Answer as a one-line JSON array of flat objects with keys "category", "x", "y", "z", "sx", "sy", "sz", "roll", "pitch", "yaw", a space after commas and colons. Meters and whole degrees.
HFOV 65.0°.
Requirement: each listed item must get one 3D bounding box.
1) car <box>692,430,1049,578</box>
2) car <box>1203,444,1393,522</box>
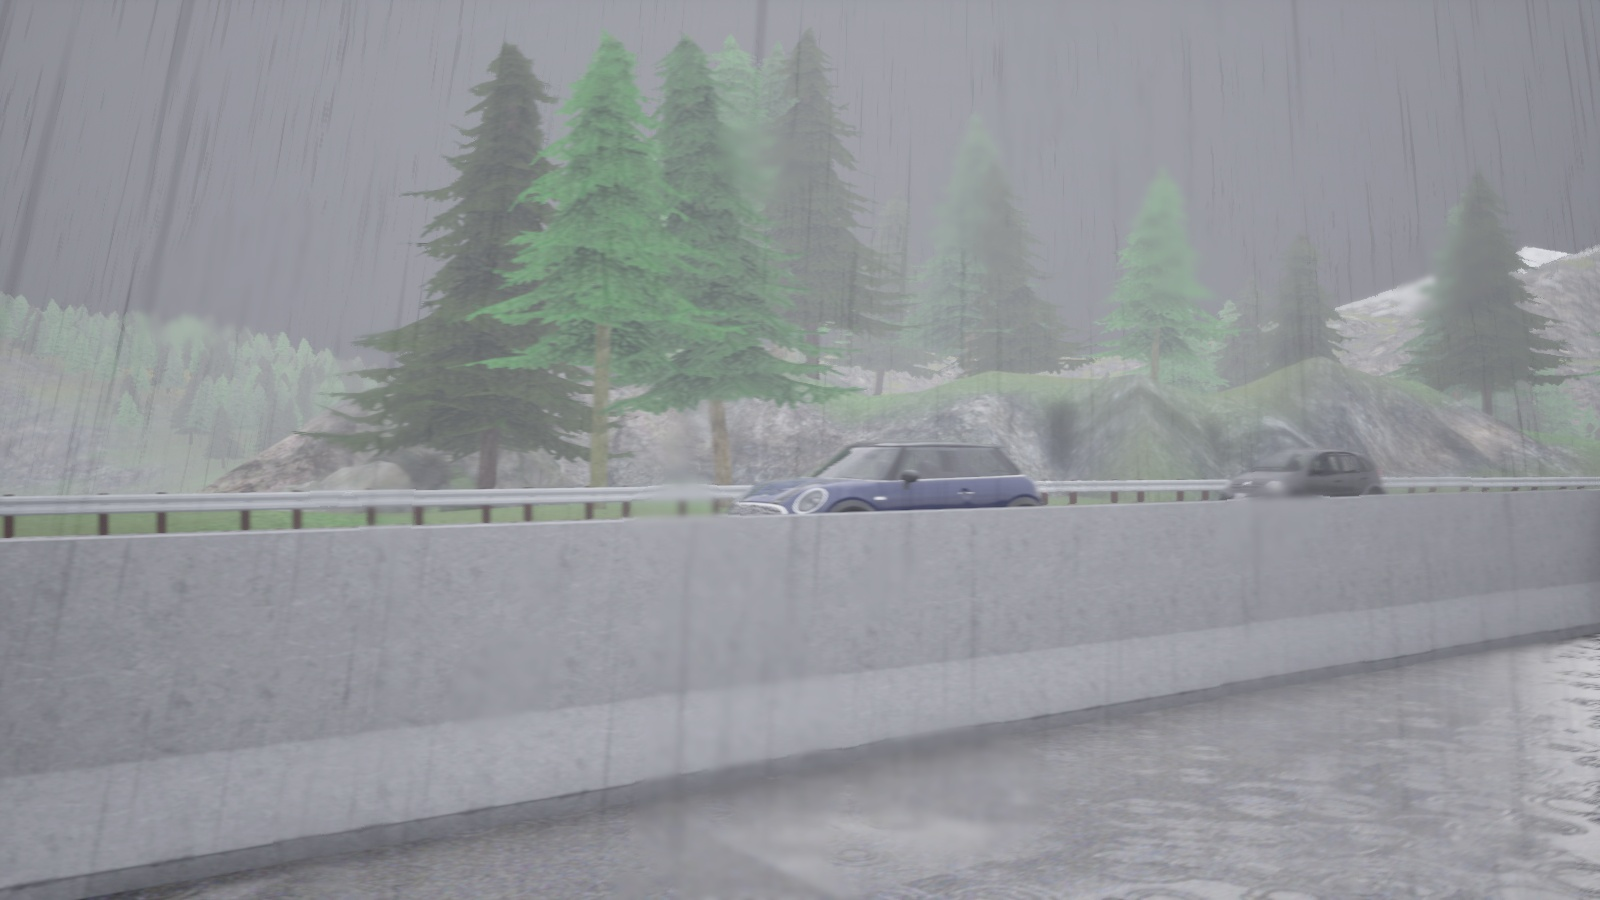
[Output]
[{"category": "car", "x": 1.028, "y": 0.647, "z": 17.173, "sx": 4.553, "sy": 1.767, "sz": 2.097, "roll": 0, "pitch": 0, "yaw": -35}, {"category": "car", "x": 11.115, "y": 0.697, "z": 27.977, "sx": 3.988, "sy": 1.617, "sz": 1.851, "roll": 0, "pitch": 0, "yaw": -30}]
